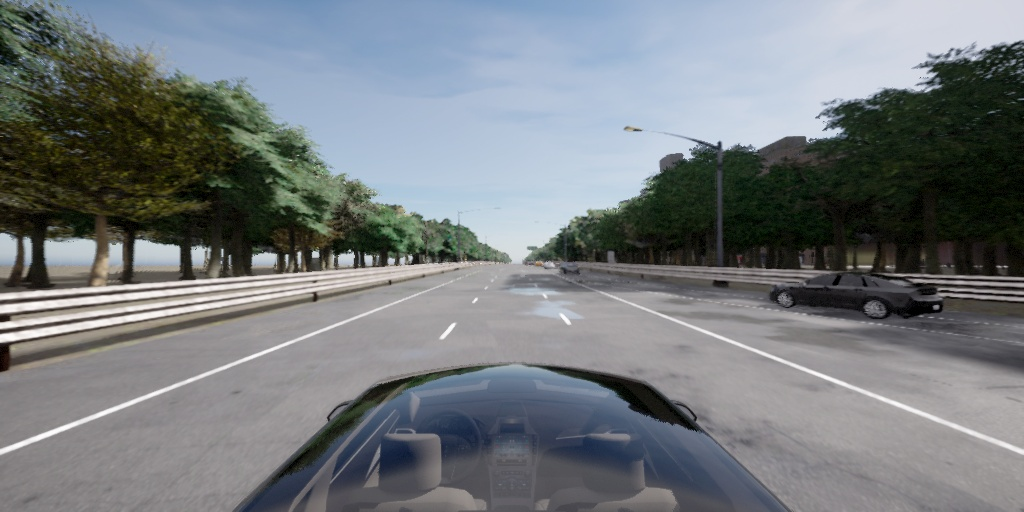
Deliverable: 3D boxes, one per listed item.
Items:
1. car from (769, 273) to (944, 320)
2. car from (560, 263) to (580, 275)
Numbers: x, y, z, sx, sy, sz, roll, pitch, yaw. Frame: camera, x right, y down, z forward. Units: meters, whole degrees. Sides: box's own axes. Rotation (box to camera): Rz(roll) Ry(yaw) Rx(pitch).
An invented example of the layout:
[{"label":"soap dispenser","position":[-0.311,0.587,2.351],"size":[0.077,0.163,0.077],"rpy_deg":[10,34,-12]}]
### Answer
[{"label":"car","position":[12.334,1.365,13.371],"size":[1.837,1.490,4.892],"rpy_deg":[0,0,-18]},{"label":"car","position":[7.082,1.552,44.397],"size":[2.128,1.511,4.902],"rpy_deg":[0,0,-1]}]
